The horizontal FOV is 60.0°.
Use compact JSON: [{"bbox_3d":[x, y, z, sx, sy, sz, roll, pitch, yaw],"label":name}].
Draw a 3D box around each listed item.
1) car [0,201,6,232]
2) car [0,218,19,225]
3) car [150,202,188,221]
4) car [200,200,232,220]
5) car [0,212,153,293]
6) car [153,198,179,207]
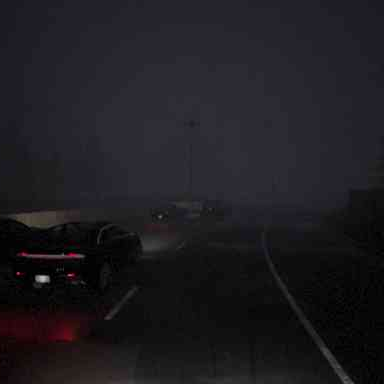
[{"bbox_3d":[-12.288,1.389,17.306,2.097,1.767,4.553,0,0,11],"label":"car"},{"bbox_3d":[-6.133,1.504,10.152,1.882,1.535,5.008,0,0,6],"label":"car"},{"bbox_3d":[-1.891,1.734,29.240,1.895,1.301,4.718,0,0,18],"label":"car"},{"bbox_3d":[2.279,1.506,30.397,2.097,1.767,4.553,0,0,19],"label":"car"},{"bbox_3d":[-2.732,1.525,9.034,2.128,1.511,4.902,0,0,6],"label":"car"},{"bbox_3d":[-4.340,1.761,56.971,1.837,1.490,4.892,0,0,32],"label":"car"}]
